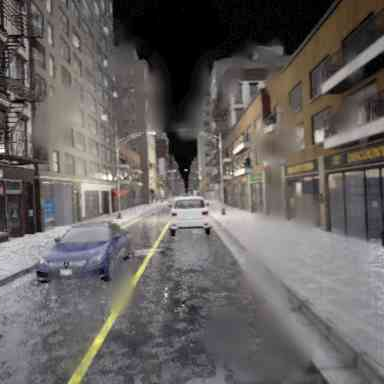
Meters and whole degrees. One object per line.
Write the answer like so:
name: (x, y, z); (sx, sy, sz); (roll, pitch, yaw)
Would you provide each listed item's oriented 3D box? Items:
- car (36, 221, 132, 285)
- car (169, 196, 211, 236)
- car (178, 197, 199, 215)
car: (-3.054, 1.673, 10.292); (1.812, 1.442, 4.674); (-2, 0, -1)
car: (-0.130, 1.276, 19.389); (2.150, 2.045, 5.566); (-2, 0, -1)
car: (-0.381, 1.473, 37.338); (2.097, 1.767, 4.553); (-2, 0, -1)
